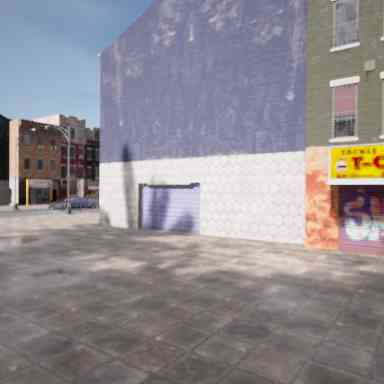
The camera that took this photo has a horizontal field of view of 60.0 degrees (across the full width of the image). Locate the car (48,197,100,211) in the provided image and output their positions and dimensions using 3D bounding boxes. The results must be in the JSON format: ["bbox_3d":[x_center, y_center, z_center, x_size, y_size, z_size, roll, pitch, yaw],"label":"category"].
[{"bbox_3d":[-12.347,1.201,35.186,2.033,1.411,5.357,1,1,36],"label":"car"}]
